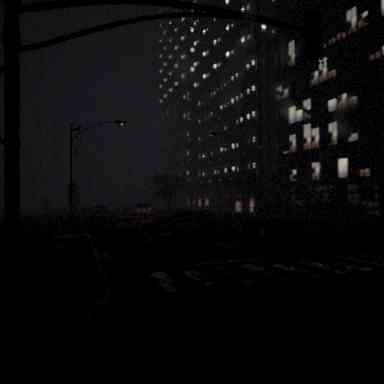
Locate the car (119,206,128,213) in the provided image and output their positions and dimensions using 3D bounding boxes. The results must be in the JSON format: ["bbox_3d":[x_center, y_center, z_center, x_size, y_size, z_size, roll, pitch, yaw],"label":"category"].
[{"bbox_3d":[-10.495,3.094,55.780,1.882,1.535,5.008,0,-2,-19],"label":"car"}]

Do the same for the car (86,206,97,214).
[{"bbox_3d":[-19.996,3.574,65.837,1.887,1.381,4.507,-1,-1,-19],"label":"car"}]

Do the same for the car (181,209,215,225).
[{"bbox_3d":[0.764,2.354,31.366,1.947,1.339,4.313,-1,-1,-19],"label":"car"}]

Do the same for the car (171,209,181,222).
[{"bbox_3d":[-1.070,2.524,36.681,1.947,1.339,4.313,-1,-1,-19],"label":"car"}]

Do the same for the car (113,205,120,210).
[{"bbox_3d":[-20.819,4.346,92.913,1.812,1.442,4.674,0,-2,-19],"label":"car"}]

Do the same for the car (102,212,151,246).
[{"bbox_3d":[-3.490,2.028,18.000,2.008,1.369,4.403,-1,-1,-19],"label":"car"}]

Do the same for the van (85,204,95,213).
[{"bbox_3d":[-21.835,3.548,71.155,1.690,1.788,3.998,-1,-1,-19],"label":"van"}]

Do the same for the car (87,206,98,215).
[{"bbox_3d":[-18.107,3.373,60.362,1.752,1.417,4.829,-1,-1,-19],"label":"car"}]

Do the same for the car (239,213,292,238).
[{"bbox_3d":[4.431,2.000,20.735,2.008,1.369,4.403,-1,-1,-19],"label":"car"}]

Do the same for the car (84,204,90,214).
[{"bbox_3d":[-16.328,3.229,55.206,2.008,1.369,4.403,-1,-1,-19],"label":"car"}]

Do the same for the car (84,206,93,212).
[{"bbox_3d":[-25.497,4.106,81.780,1.887,1.381,4.507,-1,-1,-19],"label":"car"}]

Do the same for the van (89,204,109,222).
[{"bbox_3d":[-10.832,2.499,39.267,1.690,1.788,3.998,-1,-1,-19],"label":"van"}]

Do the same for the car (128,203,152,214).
[{"bbox_3d":[-7.015,2.511,45.796,2.150,2.045,5.566,0,-2,-18],"label":"car"}]
